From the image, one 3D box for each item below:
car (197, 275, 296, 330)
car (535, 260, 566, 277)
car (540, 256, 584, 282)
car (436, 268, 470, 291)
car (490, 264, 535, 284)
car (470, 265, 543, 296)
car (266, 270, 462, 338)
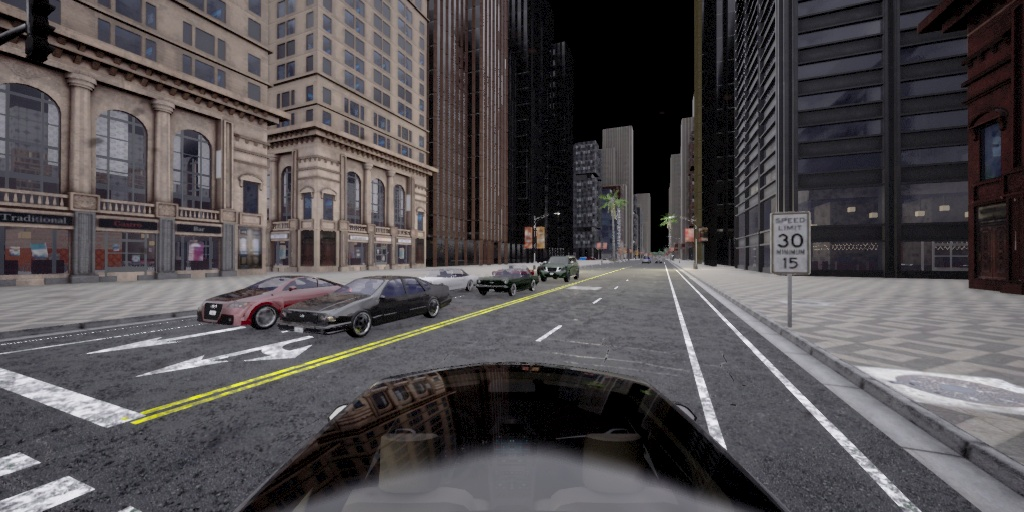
[{"bbox_3d":[-7.108,1.316,11.279,1.994,1.385,4.181,0,0,23],"label":"car"},{"bbox_3d":[4.143,1.251,37.930,1.882,1.535,5.008,0,0,23],"label":"car"},{"bbox_3d":[4.022,0.987,29.352,2.150,2.045,5.566,0,0,23],"label":"car"},{"bbox_3d":[-3.715,1.357,19.357,1.895,1.301,4.718,0,0,23],"label":"car"},{"bbox_3d":[0.150,1.365,28.538,1.895,1.301,4.718,0,0,23],"label":"car"},{"bbox_3d":[-0.130,1.358,19.494,1.895,1.301,4.718,0,0,23],"label":"car"},{"bbox_3d":[-3.849,1.299,10.655,2.033,1.411,5.357,0,0,23],"label":"car"}]
